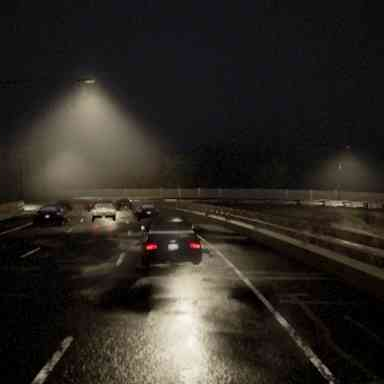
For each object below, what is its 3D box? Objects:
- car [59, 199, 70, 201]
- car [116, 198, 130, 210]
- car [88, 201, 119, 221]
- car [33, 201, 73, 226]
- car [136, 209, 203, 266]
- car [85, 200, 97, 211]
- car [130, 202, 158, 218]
[{"bbox_3d":[-16.341,1.660,42.512,1.812,1.442,4.674,0,0,-23],"label":"car"},{"bbox_3d":[-9.062,1.613,43.238,1.837,1.490,4.892,0,0,-22],"label":"car"},{"bbox_3d":[-7.377,1.675,27.860,1.895,1.301,4.718,0,0,-15],"label":"car"},{"bbox_3d":[-10.318,1.646,24.580,1.994,1.385,4.181,0,0,-14],"label":"car"},{"bbox_3d":[-0.816,1.570,11.723,2.033,1.411,5.357,0,0,-7],"label":"car"},{"bbox_3d":[-12.590,1.720,42.689,1.895,1.301,4.718,0,0,-23],"label":"car"},{"bbox_3d":[-3.911,1.624,28.271,1.994,1.385,4.181,0,0,-15],"label":"car"}]
